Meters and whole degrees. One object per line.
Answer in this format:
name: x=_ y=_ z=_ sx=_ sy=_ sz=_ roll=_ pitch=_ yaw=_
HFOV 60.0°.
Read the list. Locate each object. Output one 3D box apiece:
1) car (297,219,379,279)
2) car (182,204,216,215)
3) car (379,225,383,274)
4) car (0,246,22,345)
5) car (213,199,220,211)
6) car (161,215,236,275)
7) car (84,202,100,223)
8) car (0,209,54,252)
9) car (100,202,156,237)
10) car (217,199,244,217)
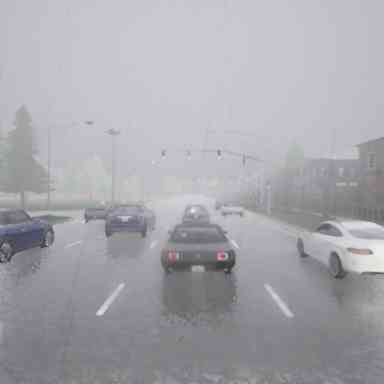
car: x=4.617 y=1.541 z=9.964 sx=1.812 sy=1.442 sz=4.674 roll=0 pitch=0 yaw=0
car: x=0.263 y=1.580 z=22.542 sx=2.033 sy=1.411 sz=5.357 roll=0 pitch=0 yaw=0
car: x=4.570 y=1.358 z=3.935 sx=2.097 sy=1.767 sz=4.553 roll=0 pitch=0 yaw=0
car: x=-3.391 y=1.529 z=2.431 sx=1.812 sy=1.442 sz=4.674 roll=0 pitch=0 yaw=0
car: x=3.828 y=1.610 z=42.680 sx=2.033 sy=1.411 sz=5.357 roll=0 pitch=0 yaw=1
car: x=0.171 y=1.616 z=10.437 sx=1.895 sy=1.301 sz=4.718 roll=0 pitch=0 yaw=0
car: x=-6.714 y=1.529 z=25.492 sx=2.128 sy=1.511 sz=4.902 roll=0 pitch=0 yaw=0
car: x=-6.818 y=1.368 z=12.003 sx=2.097 sy=1.767 sz=4.553 roll=0 pitch=0 yaw=0
car: x=-3.269 y=1.378 z=18.423 sx=2.097 sy=1.767 sz=4.553 roll=0 pitch=0 yaw=0
car: x=3.782 y=1.648 z=31.936 sx=1.895 sy=1.301 sz=4.718 roll=0 pitch=0 yaw=1
